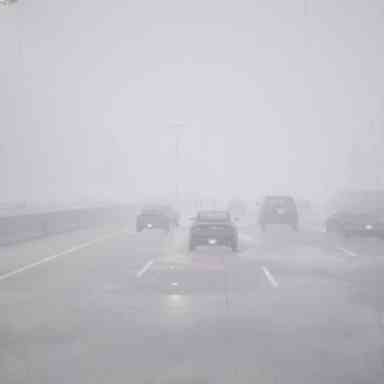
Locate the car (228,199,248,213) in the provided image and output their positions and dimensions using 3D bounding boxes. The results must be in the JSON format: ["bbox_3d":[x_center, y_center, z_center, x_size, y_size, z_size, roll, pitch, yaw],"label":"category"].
[{"bbox_3d":[5.095,1.512,37.115,1.837,1.490,4.892,0,0,14],"label":"car"}]

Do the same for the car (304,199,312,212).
[{"bbox_3d":[12.722,1.529,38.491,1.837,1.490,4.892,0,0,16],"label":"car"}]

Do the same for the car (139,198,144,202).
[{"bbox_3d":[-7.177,1.329,56.947,2.097,1.767,4.553,0,0,20],"label":"car"}]

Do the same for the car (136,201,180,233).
[{"bbox_3d":[-1.897,1.498,19.773,1.837,1.490,4.892,0,0,8],"label":"car"}]

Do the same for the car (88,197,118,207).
[{"bbox_3d":[-13.173,1.565,50.254,1.895,1.301,4.718,0,0,18],"label":"car"}]

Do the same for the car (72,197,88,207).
[{"bbox_3d":[-16.358,1.504,51.852,2.033,1.411,5.357,0,0,18],"label":"car"}]

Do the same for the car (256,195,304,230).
[{"bbox_3d":[5.353,1.231,21.199,2.150,2.045,5.566,0,0,8],"label":"car"}]

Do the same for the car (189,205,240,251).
[{"bbox_3d":[0.957,1.505,14.211,1.837,1.490,4.892,0,0,6],"label":"car"}]

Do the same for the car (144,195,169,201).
[{"bbox_3d":[-5.148,1.473,52.239,2.128,1.511,4.902,0,0,19],"label":"car"}]

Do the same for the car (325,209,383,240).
[{"bbox_3d":[8.346,1.581,17.223,1.994,1.385,4.181,0,0,7],"label":"car"}]
